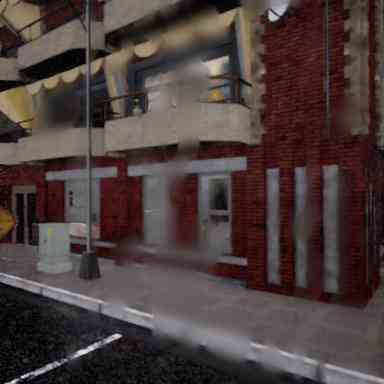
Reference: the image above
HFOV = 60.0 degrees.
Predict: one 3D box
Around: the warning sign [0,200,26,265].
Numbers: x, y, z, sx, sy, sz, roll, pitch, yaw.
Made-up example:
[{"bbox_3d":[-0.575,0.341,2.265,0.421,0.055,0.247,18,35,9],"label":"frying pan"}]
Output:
[{"bbox_3d":[-5.906,1.191,10.010,1.060,1.860,1.300,-1,0,36],"label":"warning sign"}]
